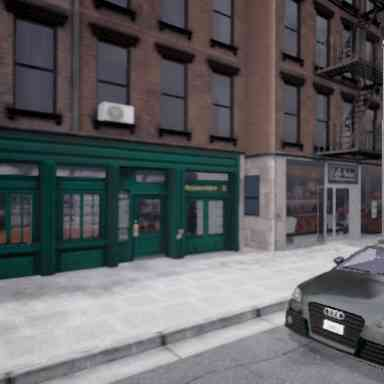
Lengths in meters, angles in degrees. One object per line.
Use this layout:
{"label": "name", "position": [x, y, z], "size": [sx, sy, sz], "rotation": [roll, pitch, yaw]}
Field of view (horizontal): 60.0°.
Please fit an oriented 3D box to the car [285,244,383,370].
{"label": "car", "position": [3.497, 1.629, 5.574], "size": [4.181, 1.385, 1.994], "rotation": [1, 0, -36]}
